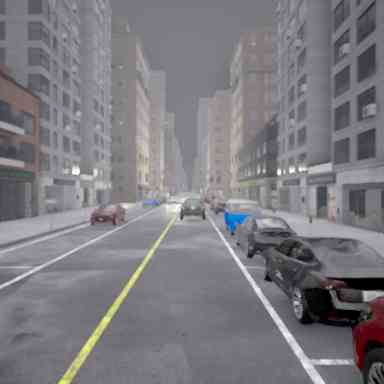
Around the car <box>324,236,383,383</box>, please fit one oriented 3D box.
[{"bbox_3d":[2.669,1.315,1.370,2.192,1.841,5.009,0,0,0],"label":"car"}]

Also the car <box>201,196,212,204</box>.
[{"bbox_3d":[2.648,1.467,62.806,1.947,1.339,4.313,0,0,0],"label":"car"}]

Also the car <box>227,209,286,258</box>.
[{"bbox_3d":[2.666,1.542,12.541,2.008,1.369,4.403,0,0,0],"label":"car"}]

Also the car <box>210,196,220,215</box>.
[{"bbox_3d":[3.134,1.464,33.024,1.837,1.490,4.892,0,0,0],"label":"car"}]

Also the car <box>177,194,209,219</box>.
[{"bbox_3d":[0.075,1.317,28.684,2.097,1.767,4.553,0,0,0],"label":"car"}]

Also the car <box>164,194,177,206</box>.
[{"bbox_3d":[-3.072,1.444,54.147,1.812,1.442,4.674,0,0,0],"label":"car"}]

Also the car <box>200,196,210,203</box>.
[{"bbox_3d":[2.647,1.455,68.391,1.947,1.339,4.313,0,0,0],"label":"car"}]

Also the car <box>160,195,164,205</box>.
[{"bbox_3d":[-5.873,1.489,51.627,1.947,1.339,4.313,0,0,0],"label":"car"}]

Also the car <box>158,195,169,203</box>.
[{"bbox_3d":[-5.879,1.433,68.385,1.887,1.381,4.507,0,0,0],"label":"car"}]

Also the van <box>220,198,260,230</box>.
[{"bbox_3d":[2.664,1.325,18.126,1.690,1.788,3.998,0,0,0],"label":"van"}]

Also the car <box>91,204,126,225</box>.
[{"bbox_3d":[-5.863,1.519,23.697,1.887,1.381,4.507,0,0,0],"label":"car"}]

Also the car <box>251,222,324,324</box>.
[{"bbox_3d":[2.667,1.563,6.955,1.947,1.339,4.313,0,0,0],"label":"car"}]

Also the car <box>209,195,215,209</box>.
[{"bbox_3d":[3.135,1.473,40.023,1.812,1.442,4.674,0,0,0],"label":"car"}]

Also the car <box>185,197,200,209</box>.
[{"bbox_3d":[0.074,1.463,44.934,1.812,1.442,4.674,0,0,0],"label":"car"}]

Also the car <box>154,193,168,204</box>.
[{"bbox_3d":[-5.876,1.215,62.798,2.192,1.841,5.009,0,0,0],"label":"car"}]

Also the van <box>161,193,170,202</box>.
[{"bbox_3d":[-5.880,1.217,73.970,1.690,1.788,3.998,0,0,0],"label":"van"}]

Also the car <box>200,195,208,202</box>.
[{"bbox_3d":[2.644,1.460,73.976,1.802,1.307,4.206,0,0,0],"label":"car"}]

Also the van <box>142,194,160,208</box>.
[{"bbox_3d":[-5.871,1.275,46.041,1.690,1.788,3.998,0,0,0],"label":"van"}]
